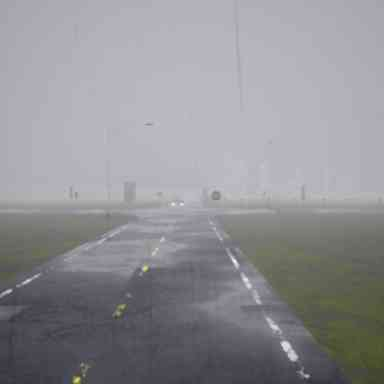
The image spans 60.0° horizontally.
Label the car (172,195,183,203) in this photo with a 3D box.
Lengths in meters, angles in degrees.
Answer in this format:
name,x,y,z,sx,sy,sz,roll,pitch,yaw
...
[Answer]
name,x,y,z,sx,sy,sz,roll,pitch,yaw
car,-2.759,1.304,65.015,2.097,1.767,4.553,0,0,0
